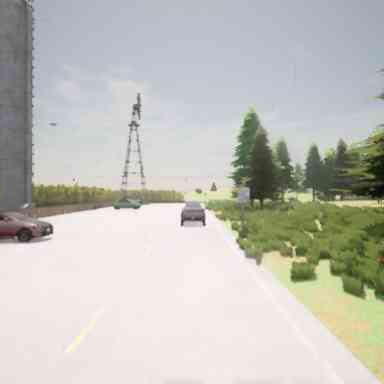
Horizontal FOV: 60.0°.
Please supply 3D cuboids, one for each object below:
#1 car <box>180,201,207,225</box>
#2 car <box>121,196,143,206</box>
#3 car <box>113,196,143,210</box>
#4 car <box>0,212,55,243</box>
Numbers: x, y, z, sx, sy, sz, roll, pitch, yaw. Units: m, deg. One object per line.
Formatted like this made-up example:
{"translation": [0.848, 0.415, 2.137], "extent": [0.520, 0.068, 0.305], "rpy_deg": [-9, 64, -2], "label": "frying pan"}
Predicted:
{"translation": [0.090, 1.673, 25.896], "extent": [2.128, 1.511, 4.902], "rpy_deg": [0, -1, 0], "label": "car"}
{"translation": [-11.914, 1.827, 66.239], "extent": [3.866, 1.878, 1.905], "rpy_deg": [0, 0, -31], "label": "car"}
{"translation": [-9.555, 1.834, 49.393], "extent": [3.988, 1.617, 1.851], "rpy_deg": [0, 0, -1], "label": "car"}
{"translation": [-9.062, 1.667, 16.385], "extent": [4.181, 1.381, 1.994], "rpy_deg": [0, 0, -1], "label": "car"}
